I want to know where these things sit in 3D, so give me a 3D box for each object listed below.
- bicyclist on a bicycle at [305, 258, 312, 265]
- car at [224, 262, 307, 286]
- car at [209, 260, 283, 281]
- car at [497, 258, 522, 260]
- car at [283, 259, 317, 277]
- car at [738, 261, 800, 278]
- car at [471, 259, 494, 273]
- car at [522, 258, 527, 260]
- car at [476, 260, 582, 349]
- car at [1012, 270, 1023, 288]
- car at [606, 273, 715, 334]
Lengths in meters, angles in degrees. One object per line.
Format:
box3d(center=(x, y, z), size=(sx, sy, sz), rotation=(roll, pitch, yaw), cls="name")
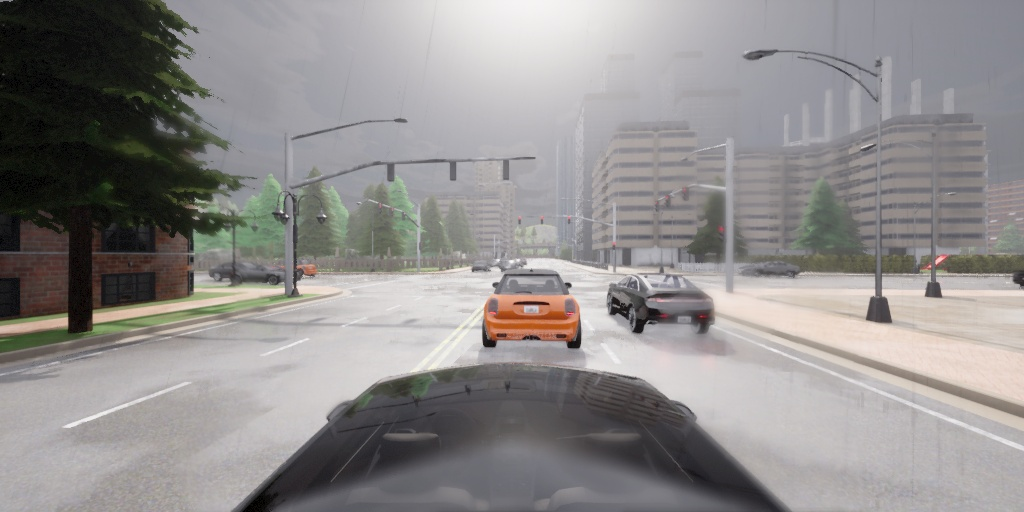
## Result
box3d(center=(-22.756, 1.050, 40.073), size=(0.582, 1.620, 1.656), rotation=(0, 0, 4), cls="bicyclist on a bicycle")
box3d(center=(-17.216, 1.313, 25.156), size=(4.181, 1.385, 1.994), rotation=(0, 0, 4), cls="car")
box3d(center=(-21.704, 1.255, 28.993), size=(4.892, 1.490, 1.837), rotation=(0, 0, 4), cls="car")
box3d(center=(-0.316, 1.241, 43.843), size=(2.128, 1.511, 4.902), rotation=(0, 0, 4), cls="car")
box3d(center=(-20.353, 1.102, 32.597), size=(4.553, 1.767, 2.097), rotation=(0, 0, 4), cls="car")
box3d(center=(23.566, 1.241, 32.942), size=(4.902, 1.511, 2.128), rotation=(0, 0, 4), cls="car")
box3d(center=(-3.793, 1.254, 44.263), size=(1.837, 1.490, 4.892), rotation=(0, 0, 4), cls="car")
box3d(center=(0.837, 1.241, 59.469), size=(2.128, 1.511, 4.902), rotation=(0, 0, 4), cls="car")
box3d(center=(0.518, 1.102, 9.387), size=(2.097, 1.767, 4.553), rotation=(0, 0, 3), cls="car")
box3d(center=(33.561, 1.227, 21.499), size=(5.008, 1.535, 1.882), rotation=(0, 0, 4), cls="car")
box3d(center=(4.093, 1.241, 10.614), size=(2.128, 1.511, 4.902), rotation=(0, 0, 4), cls="car")
